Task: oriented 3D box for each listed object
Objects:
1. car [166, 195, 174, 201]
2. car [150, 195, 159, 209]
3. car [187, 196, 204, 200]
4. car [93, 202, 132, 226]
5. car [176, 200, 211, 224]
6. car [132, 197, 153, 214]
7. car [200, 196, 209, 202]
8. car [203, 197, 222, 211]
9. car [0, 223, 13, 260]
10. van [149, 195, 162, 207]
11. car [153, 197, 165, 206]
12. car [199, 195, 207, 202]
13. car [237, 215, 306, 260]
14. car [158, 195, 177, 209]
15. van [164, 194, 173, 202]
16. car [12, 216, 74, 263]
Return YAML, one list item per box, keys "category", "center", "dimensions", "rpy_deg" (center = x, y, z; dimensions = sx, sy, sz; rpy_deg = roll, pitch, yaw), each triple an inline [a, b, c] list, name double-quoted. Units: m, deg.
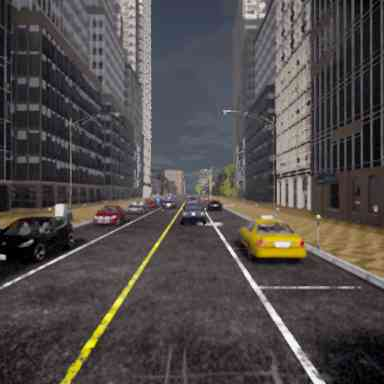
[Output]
- category: "car"
  center: [-5.661, 1.572, 86.062]
  dimensions: [1.947, 1.339, 4.313]
  rpy_deg: [0, 0, 0]
- category: "car"
  center: [-5.673, 1.559, 46.216]
  dimensions: [1.887, 1.381, 4.507]
  rpy_deg: [0, 0, 0]
- category: "car"
  center: [0.114, 1.443, 42.228]
  dimensions: [2.033, 1.649, 4.856]
  rpy_deg: [0, 0, 0]
- category: "car"
  center: [-5.680, 1.593, 23.446]
  dimensions: [1.802, 1.307, 4.206]
  rpy_deg: [0, 0, 0]
- category: "car"
  center: [0.108, 1.559, 25.240]
  dimensions: [2.033, 1.411, 5.357]
  rpy_deg: [0, 0, 0]
- category: "car"
  center: [-5.677, 1.564, 34.832]
  dimensions: [2.008, 1.369, 4.403]
  rpy_deg: [0, 0, 0]
- category: "car"
  center: [2.716, 1.592, 74.660]
  dimensions: [1.802, 1.307, 4.206]
  rpy_deg: [0, 0, 0]
- category: "car"
  center: [2.706, 1.580, 40.509]
  dimensions: [1.947, 1.339, 4.313]
  rpy_deg: [0, 0, 0]
- category: "car"
  center: [-5.685, 1.555, 6.371]
  dimensions: [2.008, 1.369, 4.403]
  rpy_deg: [0, 0, 0]
- category: "van"
  center: [-5.671, 1.356, 51.909]
  dimensions: [1.690, 1.788, 3.998]
  rpy_deg: [0, 0, 0]
- category: "car"
  center: [-5.670, 1.596, 57.601]
  dimensions: [1.802, 1.307, 4.206]
  rpy_deg: [0, 0, 0]
- category: "car"
  center: [2.718, 1.533, 80.522]
  dimensions: [1.752, 1.417, 4.829]
  rpy_deg: [0, 0, 0]
- category: "car"
  center: [2.697, 1.533, 12.218]
  dimensions: [1.752, 1.417, 4.829]
  rpy_deg: [0, 0, 0]
- category: "car"
  center: [-2.988, 1.513, 45.012]
  dimensions: [2.128, 1.511, 4.902]
  rpy_deg: [0, 0, 0]
- category: "van"
  center: [-5.662, 1.349, 80.370]
  dimensions: [1.690, 1.788, 3.998]
  rpy_deg: [0, 0, 0]
- category: "car"
  center: [-5.684, 1.573, 12.063]
  dimensions: [1.947, 1.339, 4.313]
  rpy_deg: [0, 0, 0]
